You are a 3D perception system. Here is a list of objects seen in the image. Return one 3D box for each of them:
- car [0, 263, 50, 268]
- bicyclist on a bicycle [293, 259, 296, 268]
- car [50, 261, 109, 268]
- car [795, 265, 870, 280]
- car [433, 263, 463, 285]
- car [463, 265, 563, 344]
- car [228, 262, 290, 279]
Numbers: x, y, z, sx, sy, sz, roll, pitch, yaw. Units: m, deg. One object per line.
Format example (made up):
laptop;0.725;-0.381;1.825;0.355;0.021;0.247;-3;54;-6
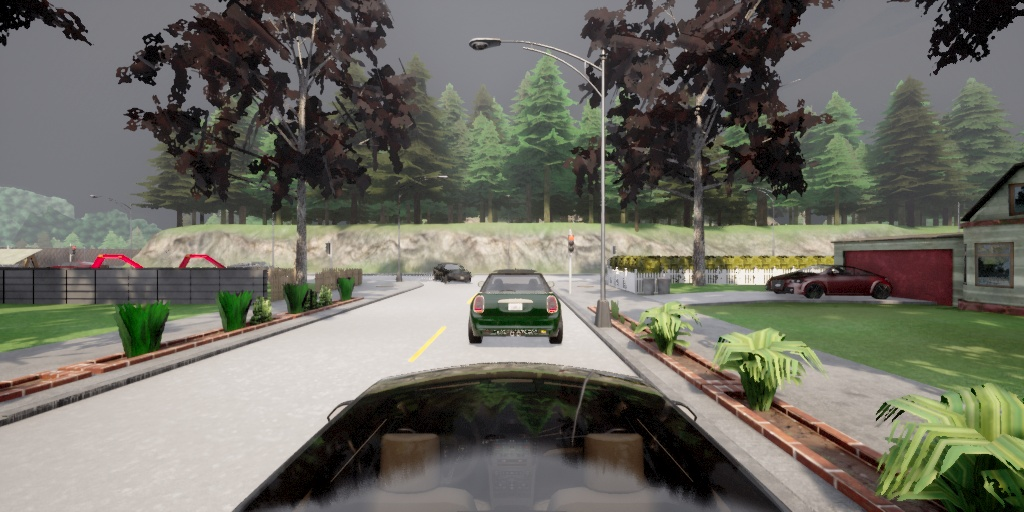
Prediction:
car;-44.496;1.242;31.416;4.902;1.511;2.128;0;0;1
bicyclist on a bicycle;-23.711;1.099;39.546;0.582;1.620;1.656;0;0;1
car;-42.952;1.228;35.433;5.008;1.535;1.882;0;0;1
car;31.037;1.228;34.819;5.008;1.535;1.882;0;0;1
car;-4.431;1.228;26.408;1.882;1.535;5.008;2;-1;-26
car;0.108;1.102;9.759;2.097;1.767;4.553;0;0;1
car;-21.900;1.241;31.131;4.902;1.511;2.128;0;0;1
